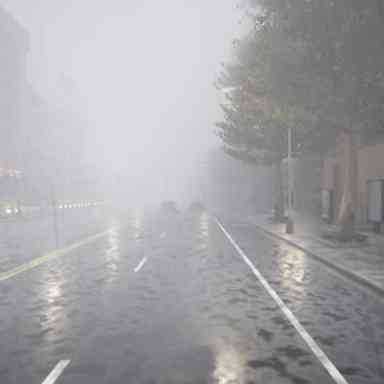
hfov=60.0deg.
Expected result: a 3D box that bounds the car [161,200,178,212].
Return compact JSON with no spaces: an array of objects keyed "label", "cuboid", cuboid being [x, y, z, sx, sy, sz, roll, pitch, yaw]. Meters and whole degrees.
[{"label":"car","cuboid":[-2.921,1.767,42.465,1.837,1.490,4.892,0,0,1]}]

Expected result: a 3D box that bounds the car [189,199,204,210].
[{"label":"car","cuboid":[0.629,1.795,47.060,1.837,1.490,4.892,0,0,1]}]
